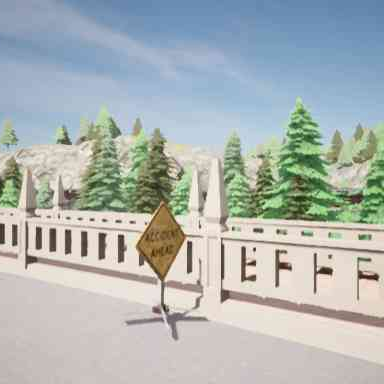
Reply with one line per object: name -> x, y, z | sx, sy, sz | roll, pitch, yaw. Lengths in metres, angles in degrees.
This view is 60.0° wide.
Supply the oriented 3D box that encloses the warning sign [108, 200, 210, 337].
warning sign -> -0.506, 1.088, 5.451 | 1.060, 1.860, 1.300 | 0, 0, 34
